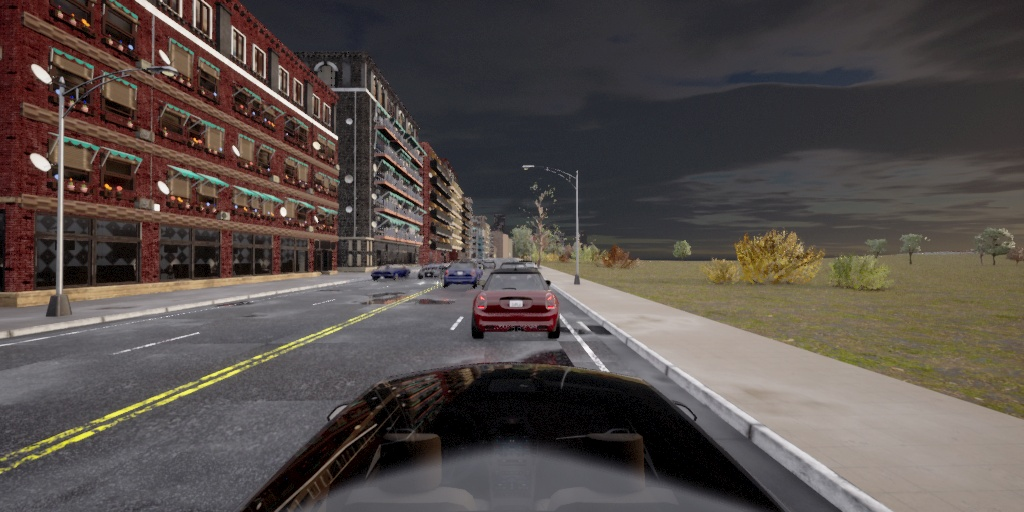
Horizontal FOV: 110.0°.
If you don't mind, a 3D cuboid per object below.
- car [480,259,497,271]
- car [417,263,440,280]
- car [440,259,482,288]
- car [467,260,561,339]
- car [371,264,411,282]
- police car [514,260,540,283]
[{"bbox_3d":[-3.202,1.247,50.465,2.128,1.511,4.902,0,0,0],"label":"car"},{"bbox_3d":[-6.635,1.319,30.582,1.994,1.385,4.181,0,0,0],"label":"car"},{"bbox_3d":[-3.178,1.108,24.056,2.097,1.767,4.553,0,0,0],"label":"car"},{"bbox_3d":[0.084,1.104,10.255,2.097,1.767,4.553,0,0,0],"label":"car"},{"bbox_3d":[-9.883,1.356,29.499,1.895,1.301,4.718,0,0,0],"label":"car"},{"bbox_3d":[1.105,1.180,29.523,1.930,1.638,5.238,0,0,0],"label":"police car"}]
